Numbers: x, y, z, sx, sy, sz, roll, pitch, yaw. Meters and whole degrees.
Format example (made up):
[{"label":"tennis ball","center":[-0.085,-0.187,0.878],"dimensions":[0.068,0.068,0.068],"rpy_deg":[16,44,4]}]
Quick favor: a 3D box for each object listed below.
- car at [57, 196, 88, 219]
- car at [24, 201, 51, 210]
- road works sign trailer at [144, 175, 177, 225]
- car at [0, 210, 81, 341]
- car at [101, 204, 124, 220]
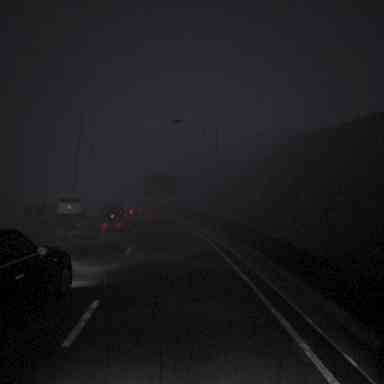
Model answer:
[{"label":"car","center":[-10.867,1.336,30.390],"dimensions":[2.150,2.045,5.566],"rpy_deg":[0,0,-14]},{"label":"car","center":[-15.137,1.609,32.751],"dimensions":[1.882,1.535,5.008],"rpy_deg":[0,0,-15]},{"label":"road works sign trailer","center":[-2.451,0.545,25.180],"dimensions":[2.380,3.560,2.880],"rpy_deg":[0,0,-13]},{"label":"car","center":[-3.679,1.377,5.646],"dimensions":[2.097,1.767,4.553],"rpy_deg":[0,0,-2]},{"label":"car","center":[-7.069,1.705,29.567],"dimensions":[1.895,1.301,4.718],"rpy_deg":[0,0,-13]}]
